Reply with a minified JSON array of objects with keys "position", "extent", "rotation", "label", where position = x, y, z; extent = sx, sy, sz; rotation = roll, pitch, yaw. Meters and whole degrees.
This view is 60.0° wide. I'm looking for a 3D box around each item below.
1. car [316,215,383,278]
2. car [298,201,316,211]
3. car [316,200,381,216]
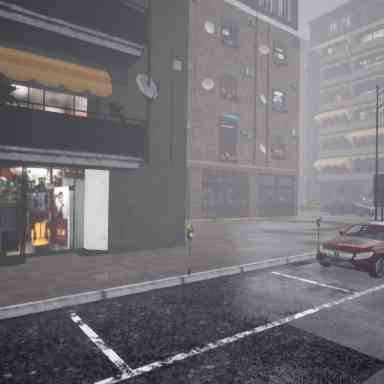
[{"position":[5.549,1.588,10.109],"extent":[4.206,1.307,1.802],"rotation":[0,1,-36],"label":"car"},{"position":[15.268,1.707,40.744],"extent":[1.752,1.417,4.829],"rotation":[1,-1,-36],"label":"car"},{"position":[15.079,1.591,31.772],"extent":[2.033,1.411,5.357],"rotation":[1,-1,-32],"label":"car"}]
